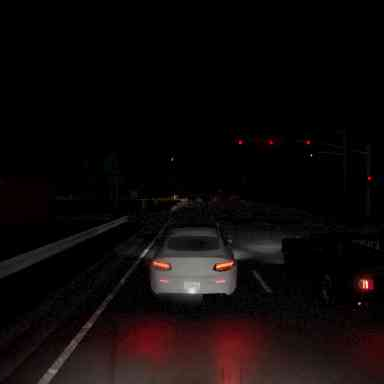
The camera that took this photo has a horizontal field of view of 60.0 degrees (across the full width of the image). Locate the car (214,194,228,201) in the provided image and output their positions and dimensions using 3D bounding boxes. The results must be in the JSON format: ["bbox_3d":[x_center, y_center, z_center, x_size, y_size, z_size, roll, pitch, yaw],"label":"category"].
[{"bbox_3d":[7.012,1.348,81.160,2.097,1.767,4.553,0,0,0],"label":"car"}]

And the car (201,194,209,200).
[{"bbox_3d":[3.513,1.357,91.194,2.128,1.511,4.902,0,0,0],"label":"car"}]

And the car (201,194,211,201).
[{"bbox_3d":[3.512,1.348,81.161,2.097,1.767,4.553,0,0,0],"label":"car"}]

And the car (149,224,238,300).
[{"bbox_3d":[0.075,1.526,8.297,1.812,1.442,4.674,0,0,2],"label":"car"}]

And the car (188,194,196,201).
[{"bbox_3d":[0.012,1.531,80.775,2.033,1.411,5.357,0,0,0],"label":"car"}]

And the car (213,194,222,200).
[{"bbox_3d":[7.013,1.357,91.193,2.128,1.511,4.902,0,0,0],"label":"car"}]

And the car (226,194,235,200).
[{"bbox_3d":[10.513,1.310,91.193,1.882,1.535,5.008,0,0,0],"label":"car"}]

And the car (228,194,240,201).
[{"bbox_3d":[10.512,1.469,80.773,1.882,1.535,5.008,0,0,0],"label":"car"}]

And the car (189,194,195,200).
[{"bbox_3d":[0.013,1.332,91.194,1.837,1.490,4.892,0,0,0],"label":"car"}]

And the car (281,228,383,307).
[{"bbox_3d":[3.564,1.601,7.906,1.895,1.301,4.718,0,0,0],"label":"car"}]
